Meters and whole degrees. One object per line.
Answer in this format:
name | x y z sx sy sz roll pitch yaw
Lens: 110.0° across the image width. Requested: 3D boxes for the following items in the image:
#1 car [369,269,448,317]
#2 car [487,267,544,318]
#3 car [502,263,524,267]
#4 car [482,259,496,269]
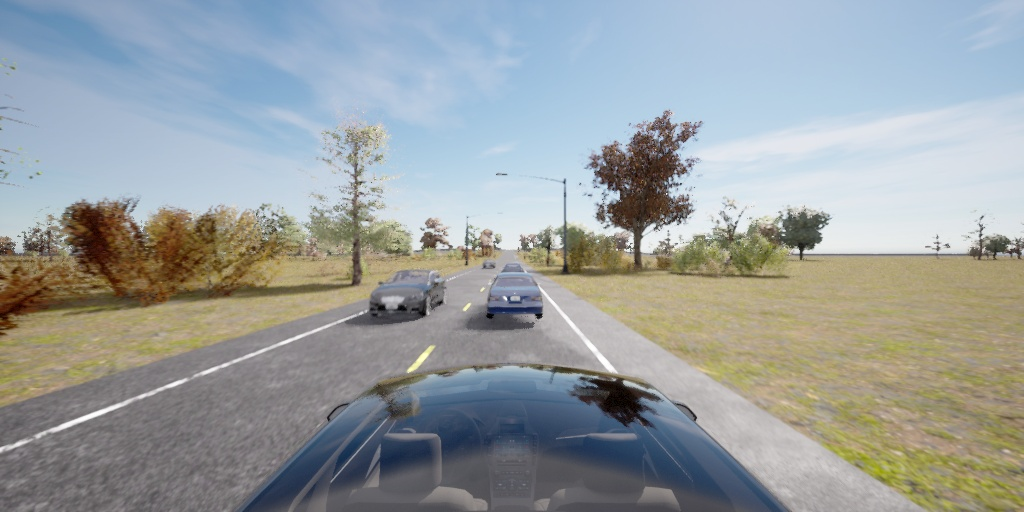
car | -3.605 1.240 13.190 2.128 1.511 4.902 0 0 0
car | 0.093 1.296 13.020 2.033 1.411 5.357 0 0 0
car | 0.089 1.306 31.127 1.994 1.385 4.181 0 0 0
car | -3.578 1.220 56.131 2.128 1.511 4.902 0 0 0
